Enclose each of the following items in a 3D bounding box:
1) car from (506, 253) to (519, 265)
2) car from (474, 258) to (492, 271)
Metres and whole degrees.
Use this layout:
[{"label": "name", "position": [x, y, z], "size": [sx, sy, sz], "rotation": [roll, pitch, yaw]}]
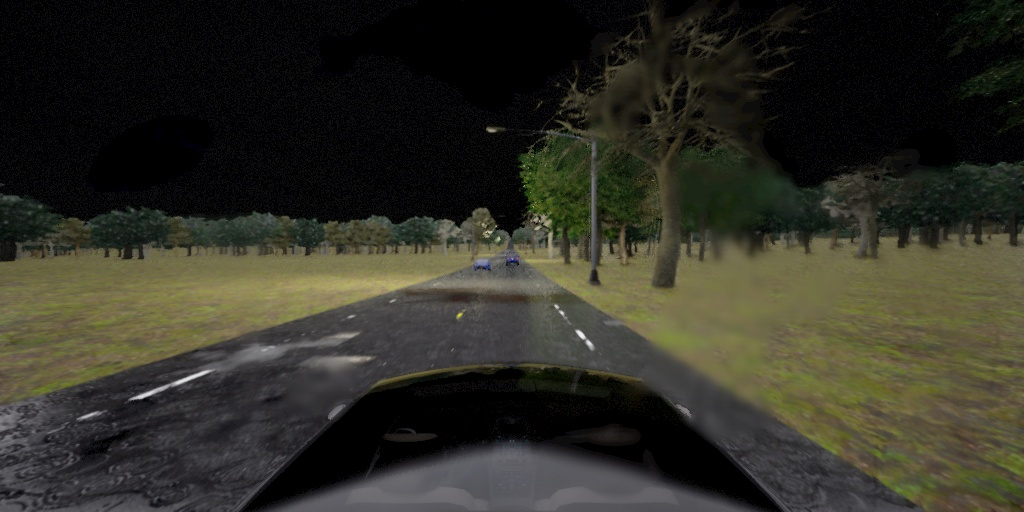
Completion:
[{"label": "car", "position": [0.065, 0.538, 62.566], "size": [2.150, 2.045, 5.566], "rotation": [0, 0, 0]}, {"label": "car", "position": [-3.580, 1.042, 44.415], "size": [1.882, 1.535, 5.008], "rotation": [0, 1, 0]}]
